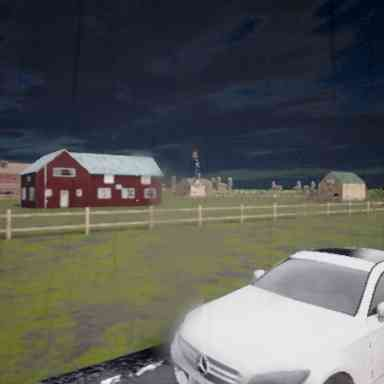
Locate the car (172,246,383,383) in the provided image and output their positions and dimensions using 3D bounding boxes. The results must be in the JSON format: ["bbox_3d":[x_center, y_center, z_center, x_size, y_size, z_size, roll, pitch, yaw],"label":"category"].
[{"bbox_3d":[1.952,1.538,4.455,4.674,1.442,1.812,0,0,-36],"label":"car"}]
